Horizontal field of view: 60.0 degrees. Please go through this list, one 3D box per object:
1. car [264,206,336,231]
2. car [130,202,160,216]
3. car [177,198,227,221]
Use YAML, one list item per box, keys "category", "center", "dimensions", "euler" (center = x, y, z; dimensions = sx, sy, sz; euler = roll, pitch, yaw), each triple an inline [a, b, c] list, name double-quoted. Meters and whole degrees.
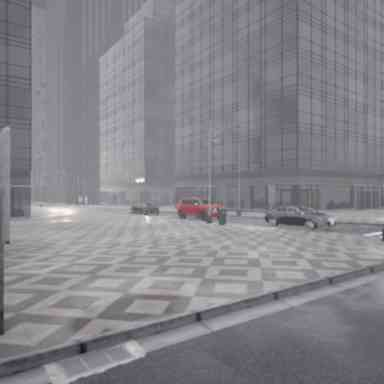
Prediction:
- category: "car"
  center: [7.043, 1.662, 22.101]
  dimensions: [2.128, 1.511, 4.902]
  euler: [0, -1, -36]
- category: "car"
  center: [-5.644, 1.981, 39.607]
  dimensions: [1.882, 1.535, 5.008]
  euler: [0, -1, -36]
- category: "car"
  center: [0.778, 1.556, 30.728]
  dimensions: [2.150, 2.045, 5.566]
  euler: [0, -1, -37]
